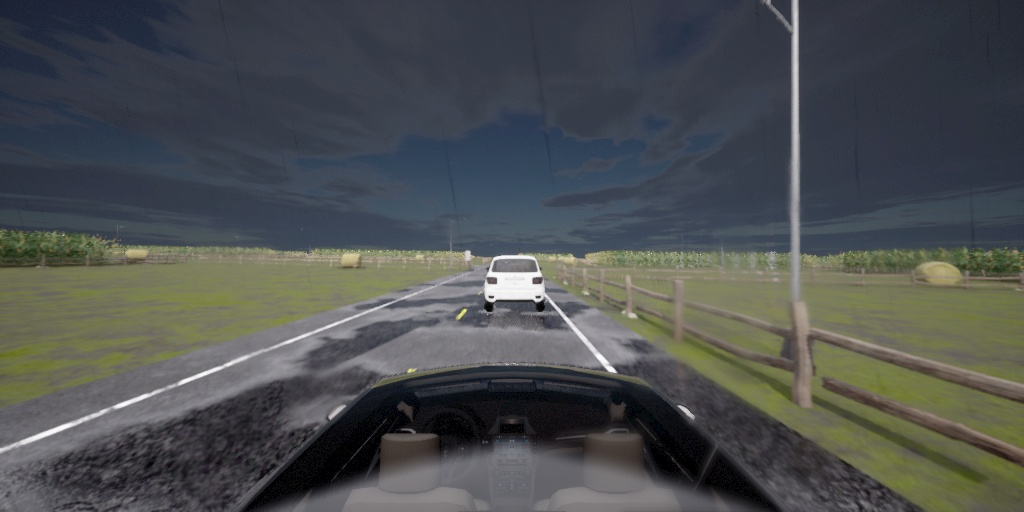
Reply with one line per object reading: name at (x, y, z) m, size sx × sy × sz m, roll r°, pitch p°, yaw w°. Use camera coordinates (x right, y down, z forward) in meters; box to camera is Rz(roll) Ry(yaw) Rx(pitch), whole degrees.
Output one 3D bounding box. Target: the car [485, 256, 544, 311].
car at (0.096, 1.010, 14.858) m, size 2.150 × 2.045 × 5.566 m, roll 0°, pitch 0°, yaw 0°
